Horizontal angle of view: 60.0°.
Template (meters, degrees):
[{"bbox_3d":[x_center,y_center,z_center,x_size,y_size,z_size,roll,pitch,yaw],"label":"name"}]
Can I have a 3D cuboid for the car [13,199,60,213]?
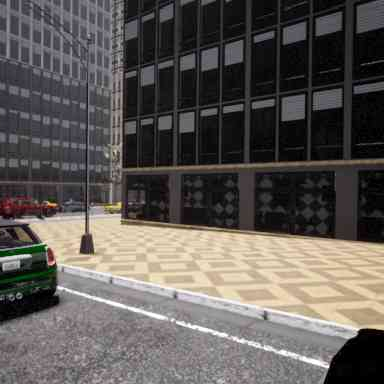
[{"bbox_3d":[-18.394,1.641,39.524,1.752,1.417,4.829,1,0,37],"label":"car"}]

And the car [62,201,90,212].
[{"bbox_3d":[-14.515,1.748,40.393,1.994,1.385,4.181,1,0,37],"label":"car"}]

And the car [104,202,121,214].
[{"bbox_3d":[-8.100,1.828,39.341,1.752,1.417,4.829,1,0,37],"label":"car"}]

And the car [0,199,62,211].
[{"bbox_3d":[-14.915,1.518,30.143,2.192,1.841,5.009,1,0,37],"label":"car"}]

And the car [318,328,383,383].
[{"bbox_3d":[3.009,1.601,1.533,4.718,1.301,1.895,0,0,36],"label":"car"}]

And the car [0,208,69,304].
[{"bbox_3d":[-4.988,1.348,7.251,4.553,1.767,2.097,0,0,36],"label":"car"}]
